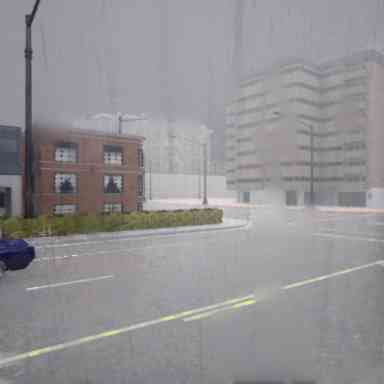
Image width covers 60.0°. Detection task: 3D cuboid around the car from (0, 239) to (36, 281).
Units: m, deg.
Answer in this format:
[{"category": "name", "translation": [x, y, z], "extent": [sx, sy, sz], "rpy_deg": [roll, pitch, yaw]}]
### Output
[{"category": "car", "translation": [-6.468, 1.601, 7.978], "extent": [4.718, 1.301, 1.895], "rpy_deg": [0, 0, -36]}]
